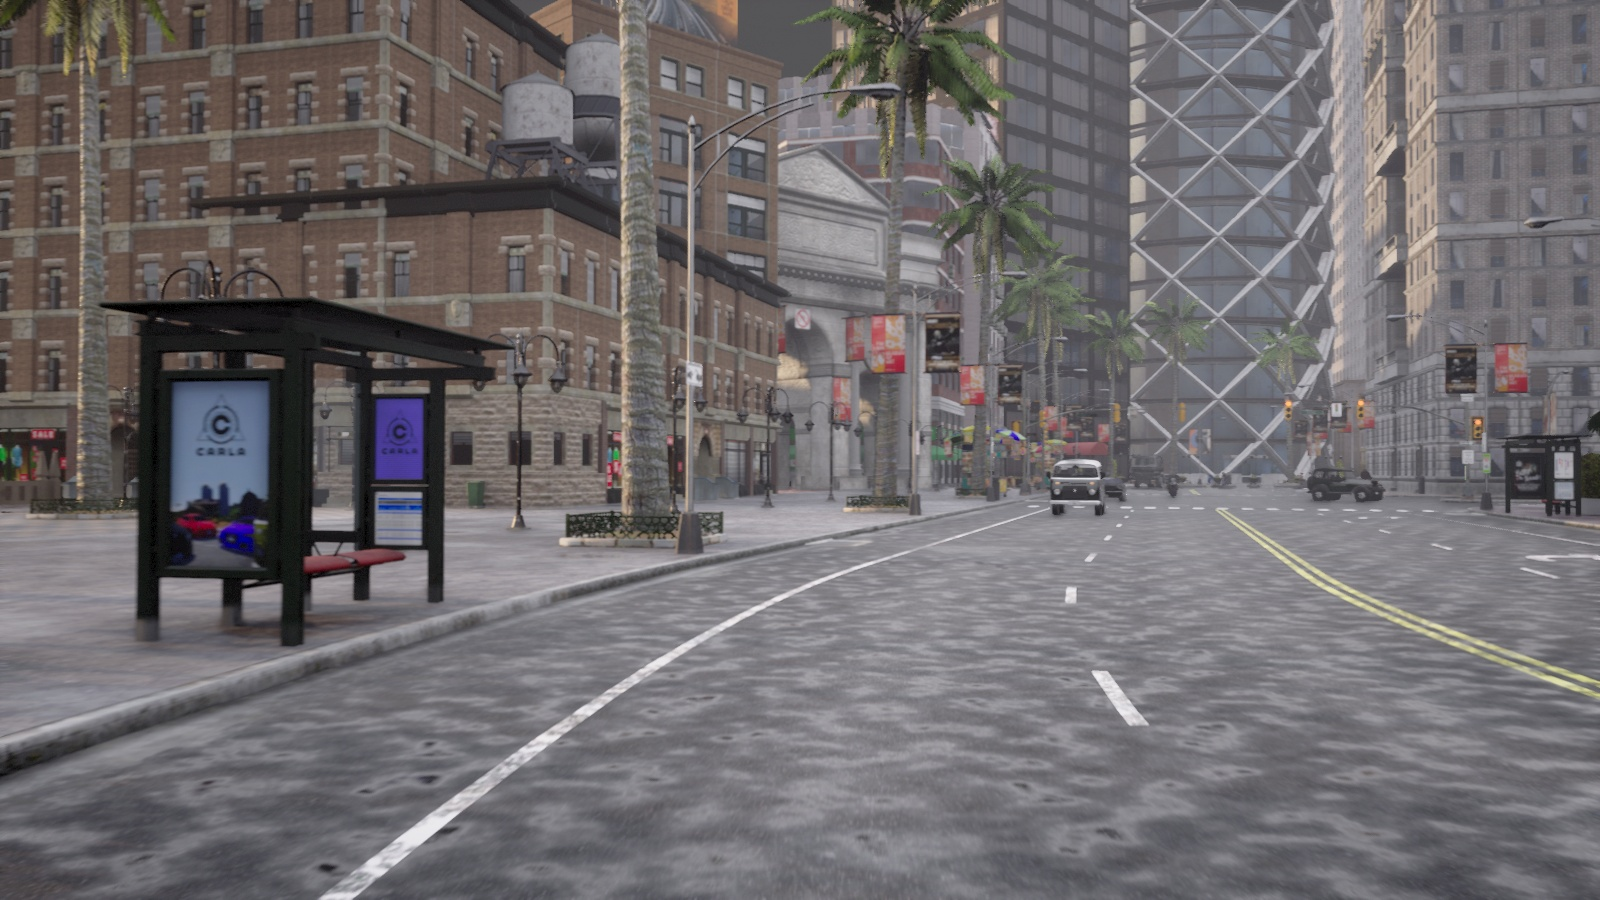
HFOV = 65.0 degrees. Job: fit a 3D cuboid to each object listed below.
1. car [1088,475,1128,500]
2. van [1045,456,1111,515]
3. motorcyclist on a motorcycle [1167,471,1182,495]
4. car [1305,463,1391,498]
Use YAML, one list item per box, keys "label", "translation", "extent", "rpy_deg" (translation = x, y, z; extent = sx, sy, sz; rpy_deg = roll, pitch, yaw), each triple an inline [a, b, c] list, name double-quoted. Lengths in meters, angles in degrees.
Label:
- label: "car"
  translation: [16.855, 2.001, 68.618]
  extent: [1.895, 1.301, 4.718]
  rpy_deg: [0, -1, 16]
- label: "van"
  translation: [10.254, 1.271, 46.063]
  extent: [2.069, 2.038, 4.480]
  rpy_deg: [0, -1, 16]
- label: "motorcyclist on a motorcycle"
  translation: [23.699, 2.093, 79.549]
  extent: [0.866, 1.530, 2.191]
  rpy_deg: [0, -1, 16]
- label: "car"
  translation: [29.992, 1.651, 68.842]
  extent: [1.905, 1.878, 3.866]
  rpy_deg: [1, -1, -44]
